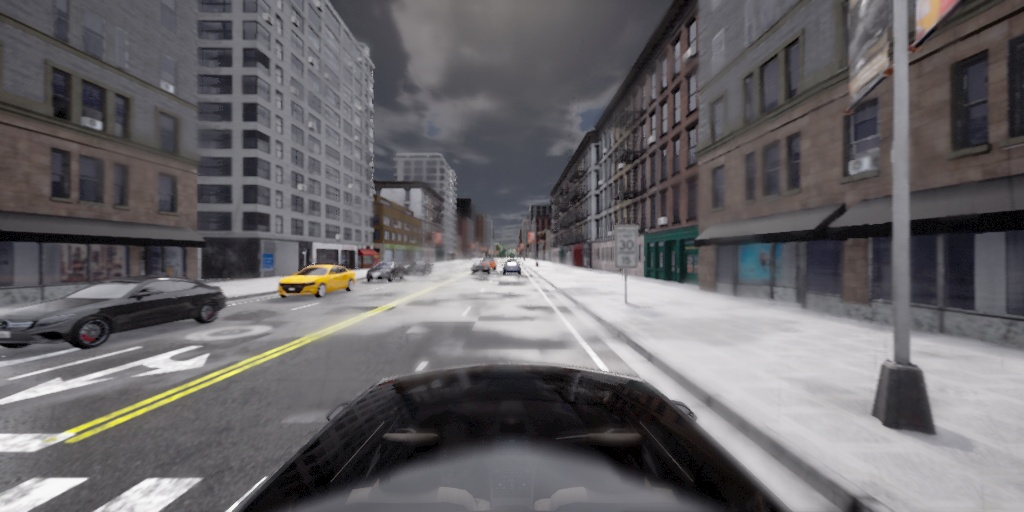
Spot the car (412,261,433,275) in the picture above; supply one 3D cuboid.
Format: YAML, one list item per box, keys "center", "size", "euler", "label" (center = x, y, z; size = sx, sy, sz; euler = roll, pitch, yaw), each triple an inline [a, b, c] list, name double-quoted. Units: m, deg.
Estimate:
- center: [-9.805, 1.217, 38.346]
  size: [1.812, 1.442, 4.674]
  euler: [0, 0, 0]
  label: "car"

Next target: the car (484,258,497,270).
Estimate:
- center: [-3.240, 1.014, 50.312]
  size: [2.097, 1.767, 4.553]
  euler: [0, 0, 0]
  label: "car"

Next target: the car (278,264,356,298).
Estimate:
- center: [-9.846, 1.206, 18.515]
  size: [1.882, 1.535, 5.008]
  euler: [0, 0, 0]
  label: "car"

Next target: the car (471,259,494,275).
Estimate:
- center: [-3.255, 1.287, 38.765]
  size: [1.895, 1.301, 4.718]
  euler: [0, 0, 0]
  label: "car"

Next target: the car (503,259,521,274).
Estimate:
- center: [-0.004, 1.248, 38.920]
  size: [1.994, 1.385, 4.181]
  euler: [0, 0, 0]
  label: "car"

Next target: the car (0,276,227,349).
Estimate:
- center: [-9.846, 1.270, 9.319]
  size: [1.812, 1.442, 4.674]
  euler: [0, 0, 2]
  label: "car"

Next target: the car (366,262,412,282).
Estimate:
- center: [-9.845, 1.202, 28.327]
  size: [2.128, 1.511, 4.902]
  euler: [0, 0, 0]
  label: "car"
